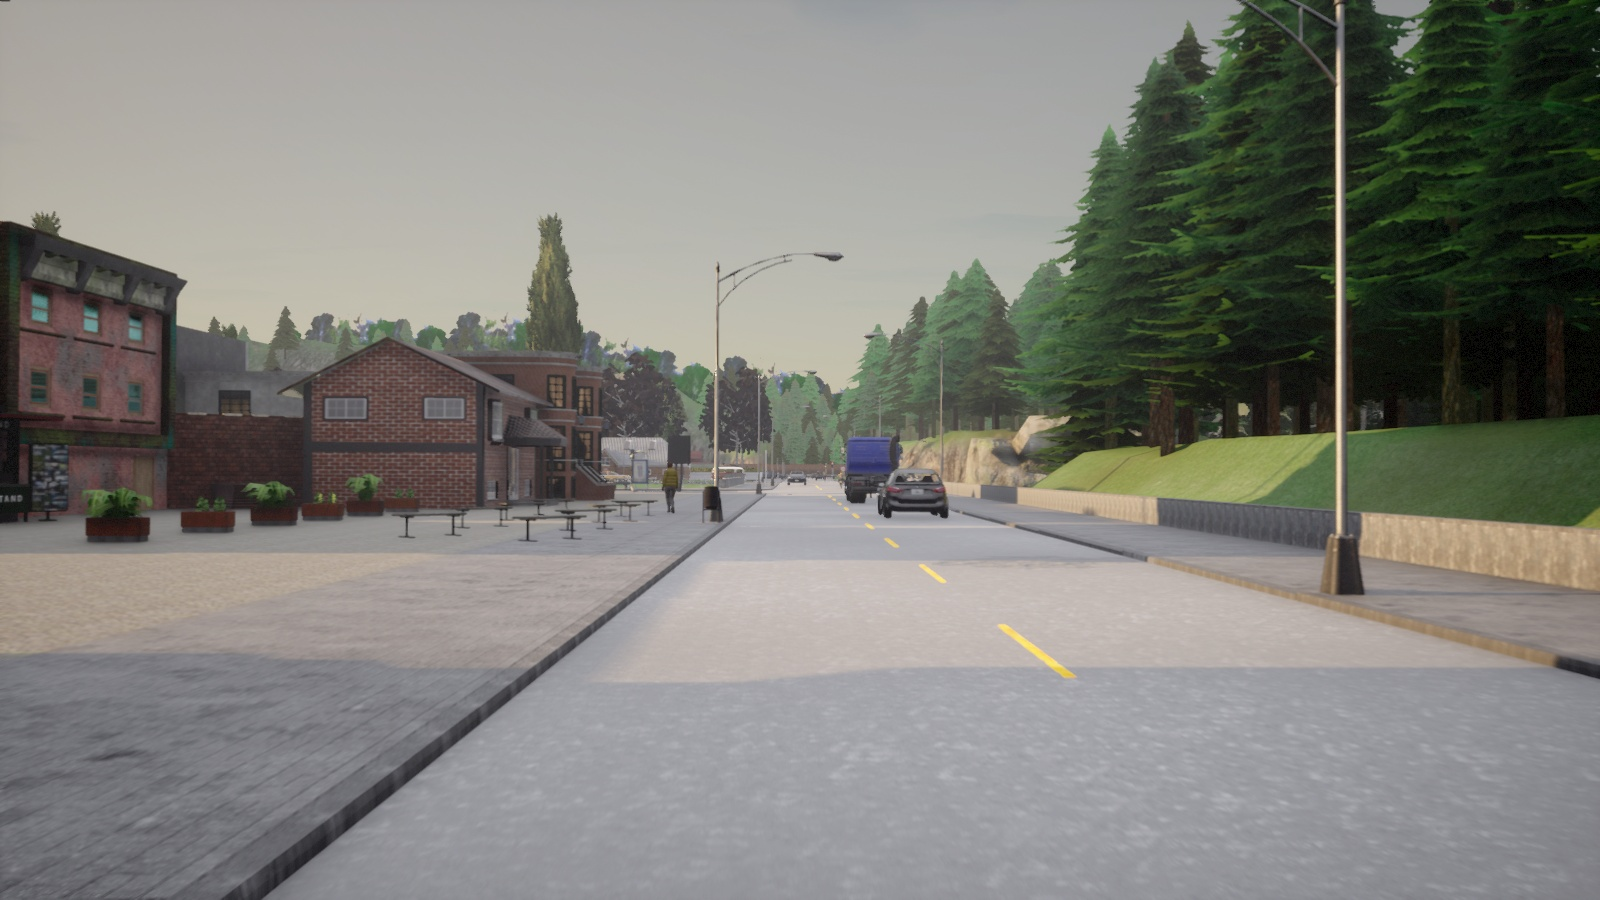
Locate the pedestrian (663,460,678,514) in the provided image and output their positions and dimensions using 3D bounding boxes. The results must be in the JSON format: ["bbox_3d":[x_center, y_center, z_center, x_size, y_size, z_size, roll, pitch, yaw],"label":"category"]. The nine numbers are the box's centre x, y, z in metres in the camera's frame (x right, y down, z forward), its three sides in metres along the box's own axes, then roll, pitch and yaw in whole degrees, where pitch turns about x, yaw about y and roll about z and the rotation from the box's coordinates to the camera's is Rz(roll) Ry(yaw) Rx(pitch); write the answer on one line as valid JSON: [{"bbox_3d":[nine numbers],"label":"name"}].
[{"bbox_3d":[-4.450,1.264,43.088,0.370,1.835,0.726,0,-1,-17],"label":"pedestrian"}]

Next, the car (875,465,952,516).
[{"bbox_3d":[3.899,1.377,43.810,2.242,1.667,4.611,0,-1,0],"label":"car"}]

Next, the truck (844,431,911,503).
[{"bbox_3d":[3.847,0.890,64.108,2.891,3.462,7.936,0,-1,0],"label":"truck"}]
